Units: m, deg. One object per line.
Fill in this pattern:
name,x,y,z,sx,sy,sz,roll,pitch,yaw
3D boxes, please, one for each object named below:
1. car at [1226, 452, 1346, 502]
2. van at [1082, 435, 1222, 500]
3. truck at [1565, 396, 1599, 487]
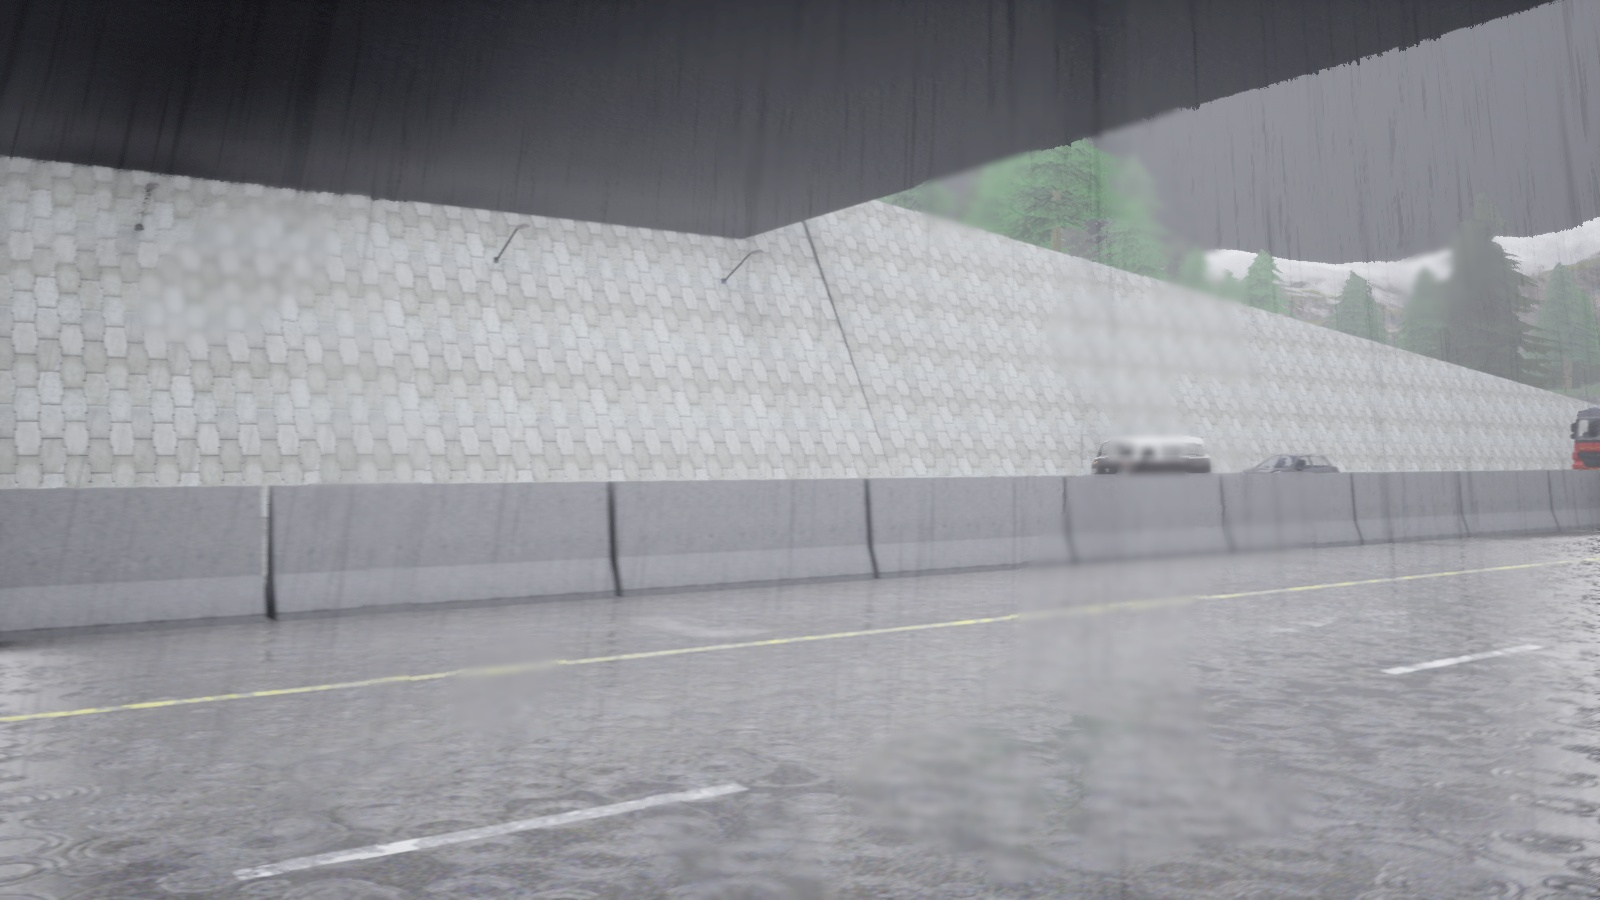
car,15.491,0.824,39.985,3.633,1.501,1.845,0,0,-35
van,11.685,0.546,41.604,4.480,2.038,2.069,0,0,-35
truck,37.002,-0.363,54.927,8.468,3.827,2.891,0,0,-35
